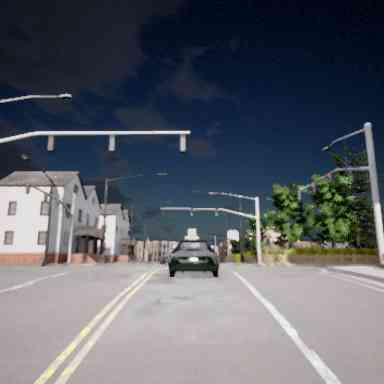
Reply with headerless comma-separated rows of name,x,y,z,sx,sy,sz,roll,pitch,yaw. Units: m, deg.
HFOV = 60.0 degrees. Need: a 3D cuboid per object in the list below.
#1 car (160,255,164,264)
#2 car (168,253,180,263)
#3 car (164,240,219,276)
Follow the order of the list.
car,-3.571,9.972,49.926,1.837,1.490,4.892,0,-12,0
car,-3.512,13.047,65.565,2.097,1.767,4.553,0,-12,0
car,0.062,2.761,14.246,1.994,1.385,4.181,0,-9,0
